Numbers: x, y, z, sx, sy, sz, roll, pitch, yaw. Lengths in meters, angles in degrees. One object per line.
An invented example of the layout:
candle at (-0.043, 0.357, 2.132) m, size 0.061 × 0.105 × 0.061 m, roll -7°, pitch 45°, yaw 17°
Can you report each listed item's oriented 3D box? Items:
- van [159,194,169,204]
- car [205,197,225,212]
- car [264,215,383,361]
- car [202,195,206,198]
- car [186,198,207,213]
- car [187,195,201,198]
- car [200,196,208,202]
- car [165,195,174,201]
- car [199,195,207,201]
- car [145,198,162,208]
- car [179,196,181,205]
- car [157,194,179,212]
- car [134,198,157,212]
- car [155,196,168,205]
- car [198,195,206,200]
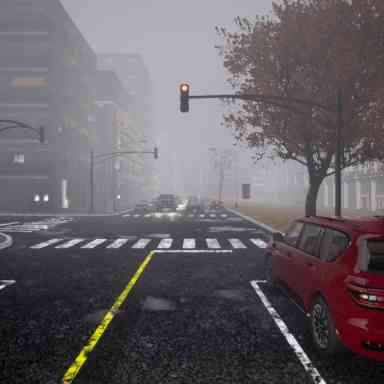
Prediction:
van at (-5.571, 1.384, 65.979) m, size 1.690 × 1.788 × 3.998 m, roll 0°, pitch 0°, yaw 0°
car at (2.760, 1.557, 38.300) m, size 1.887 × 1.381 × 4.507 m, roll 0°, pitch 0°, yaw 0°
car at (2.702, 1.315, 5.912) m, size 2.192 × 1.841 × 5.009 m, roll 0°, pitch 0°, yaw 0°
car at (2.780, 1.548, 49.535) m, size 1.752 × 1.417 × 4.829 m, roll 0°, pitch 0°, yaw 0°
car at (0.295, 1.611, 36.376) m, size 1.895 × 1.301 × 4.718 m, roll 0°, pitch 0°, yaw 0°
car at (0.213, 1.392, 64.049) m, size 2.097 × 1.767 × 4.553 m, roll 0°, pitch 0°, yaw 1°
car at (2.830, 1.583, 77.199) m, size 1.752 × 1.417 × 4.829 m, roll 0°, pitch 0°, yaw 0°
car at (-5.541, 1.506, 82.577) m, size 1.967 × 1.590 × 4.097 m, roll 0°, pitch 0°, yaw 0°
car at (2.849, 1.620, 88.094) m, size 1.887 × 1.381 × 4.507 m, roll 0°, pitch 0°, yaw 0°
car at (-5.601, 1.573, 49.381) m, size 2.008 × 1.369 × 4.403 m, roll 0°, pitch 0°, yaw 0°
car at (-2.993, 1.528, 50.079) m, size 1.837 × 1.490 × 4.892 m, roll 0°, pitch 0°, yaw 0°
car at (-3.020, 1.235, 40.061) m, size 2.150 × 2.045 × 5.566 m, roll 0°, pitch 0°, yaw 0°
car at (-5.620, 1.563, 38.315) m, size 2.008 × 1.369 × 4.403 m, roll 0°, pitch 0°, yaw 0°
car at (-5.581, 1.476, 60.446) m, size 1.967 × 1.590 × 4.097 m, roll 0°, pitch 0°, yaw 0°
car at (2.859, 1.637, 93.627) m, size 2.008 × 1.369 × 4.403 m, roll 0°, pitch 0°, yaw 0°
